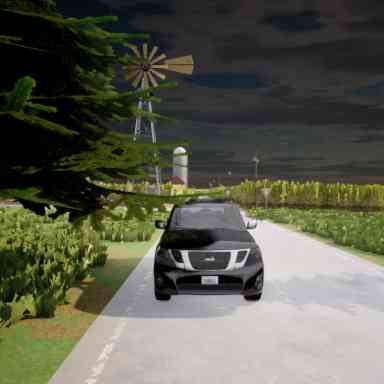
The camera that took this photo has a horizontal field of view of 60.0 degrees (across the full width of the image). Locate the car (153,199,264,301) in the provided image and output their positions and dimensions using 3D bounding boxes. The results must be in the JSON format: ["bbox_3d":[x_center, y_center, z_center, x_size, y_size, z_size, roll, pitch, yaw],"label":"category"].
[{"bbox_3d":[0.336,1.221,8.697,2.150,2.045,5.566,0,0,0],"label":"car"}]
